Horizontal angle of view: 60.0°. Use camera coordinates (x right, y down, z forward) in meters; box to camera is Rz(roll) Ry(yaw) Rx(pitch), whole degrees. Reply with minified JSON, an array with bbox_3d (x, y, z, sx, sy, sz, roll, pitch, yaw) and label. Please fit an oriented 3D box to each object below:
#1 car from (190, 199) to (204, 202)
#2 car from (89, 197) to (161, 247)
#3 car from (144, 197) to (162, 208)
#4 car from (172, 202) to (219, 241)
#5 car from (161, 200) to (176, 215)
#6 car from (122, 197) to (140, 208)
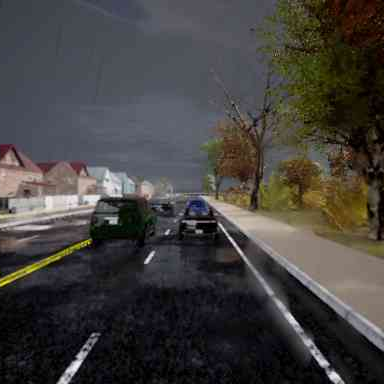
[{"bbox_3d":[0.516,1.496,35.208,1.882,1.535,5.008,0,0,1],"label":"car"},{"bbox_3d":[-2.933,1.221,15.201,2.150,2.045,5.566,0,0,1],"label":"car"},{"bbox_3d":[-5.927,1.575,51.407,2.033,1.411,5.357,0,0,1],"label":"car"},{"bbox_3d":[0.333,1.496,16.793,2.128,1.511,4.902,0,0,1],"label":"car"},{"bbox_3d":[-2.752,1.503,33.474,2.128,1.511,4.902,0,0,1],"label":"car"},{"bbox_3d":[-9.191,1.547,50.686,1.812,1.442,4.674,0,0,1],"label":"car"}]
